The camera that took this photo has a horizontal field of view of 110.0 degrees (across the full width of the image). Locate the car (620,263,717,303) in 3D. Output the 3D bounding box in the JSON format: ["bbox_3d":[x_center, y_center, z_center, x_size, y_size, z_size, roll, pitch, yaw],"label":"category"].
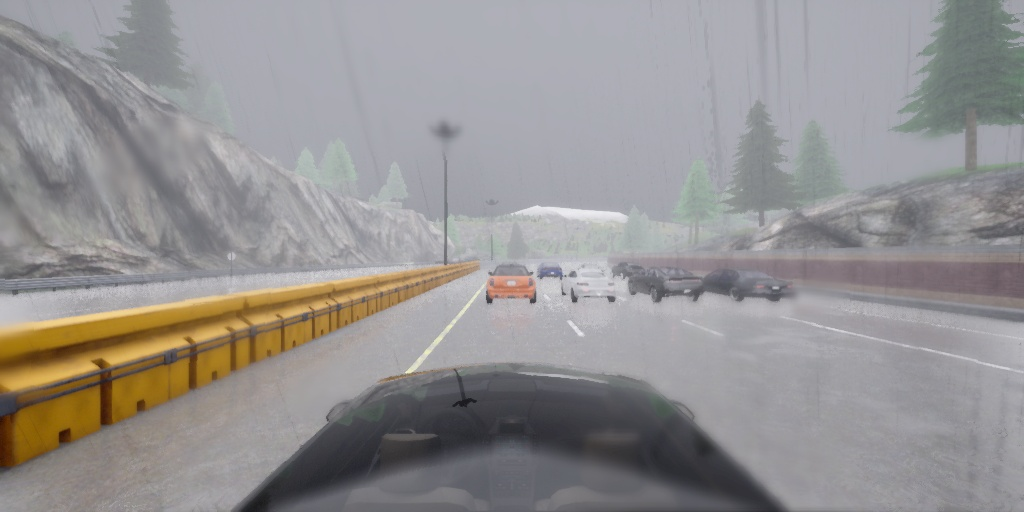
[{"bbox_3d":[6.946,1.242,16.655,2.128,1.511,4.902,0,0,-1],"label":"car"}]

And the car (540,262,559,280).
[{"bbox_3d":[3.256,1.232,31.609,1.882,1.535,5.008,0,0,-1],"label":"car"}]

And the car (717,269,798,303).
[{"bbox_3d":[10.446,1.310,16.699,2.033,1.411,5.357,0,0,-1],"label":"car"}]

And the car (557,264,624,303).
[{"bbox_3d":[3.446,1.280,16.610,1.812,1.442,4.674,0,0,-1],"label":"car"}]

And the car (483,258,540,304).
[{"bbox_3d":[-0.053,1.113,16.536,2.097,1.767,4.553,0,0,-1],"label":"car"}]

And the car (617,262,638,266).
[{"bbox_3d":[10.256,1.264,31.698,1.837,1.490,4.892,0,0,-1],"label":"car"}]

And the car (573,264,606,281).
[{"bbox_3d":[6.756,1.364,31.684,1.895,1.301,4.718,0,0,-1],"label":"car"}]
